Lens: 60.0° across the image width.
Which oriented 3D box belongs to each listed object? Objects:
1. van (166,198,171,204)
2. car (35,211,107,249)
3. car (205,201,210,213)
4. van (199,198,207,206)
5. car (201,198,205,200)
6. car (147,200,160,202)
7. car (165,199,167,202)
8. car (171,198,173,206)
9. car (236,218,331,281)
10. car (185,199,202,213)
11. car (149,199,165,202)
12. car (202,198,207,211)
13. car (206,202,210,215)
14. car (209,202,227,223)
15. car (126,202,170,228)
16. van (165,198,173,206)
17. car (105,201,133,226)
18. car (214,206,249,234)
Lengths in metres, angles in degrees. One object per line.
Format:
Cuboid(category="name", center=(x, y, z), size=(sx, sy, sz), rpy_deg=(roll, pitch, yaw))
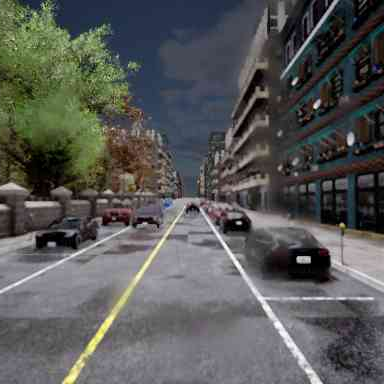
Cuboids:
Cuboid(category="van", center=(-5.669, 2.188, 65.358), size=(1.690, 1.788, 3.998), rpy_deg=(1, -1, 0))
Cuboid(category="car", center=(-5.674, 1.770, 15.648), size=(1.947, 1.339, 4.313), rpy_deg=(1, -1, 0))
Cuboid(category="car", center=(2.711, 2.016, 37.909), size=(1.752, 1.417, 4.829), rpy_deg=(1, -1, 0))
Cuboid(category="van", center=(2.689, 2.402, 81.924), size=(1.690, 1.788, 3.998), rpy_deg=(1, -1, 0))
Cuboid(category="car", center=(2.714, 2.230, 54.477), size=(1.752, 1.417, 4.829), rpy_deg=(1, -1, 0))
Cuboid(category="car", center=(-5.668, 2.105, 43.263), size=(1.887, 1.381, 4.507), rpy_deg=(1, -1, 0))
Cuboid(category="car", center=(-5.667, 2.248, 54.309), size=(1.887, 1.381, 4.507), rpy_deg=(1, -1, 0))
Cuboid(category="car", center=(-5.647, 2.484, 70.878), size=(1.947, 1.339, 4.313), rpy_deg=(1, -1, 0))
Cuboid(category="car", center=(2.704, 1.698, 10.122), size=(1.947, 1.339, 4.313), rpy_deg=(1, -1, 0))
Cuboid(category="car", center=(0.110, 2.124, 46.215), size=(1.812, 1.442, 4.674), rpy_deg=(0, -1, 0))
Cuboid(category="car", center=(-5.663, 1.947, 48.789), size=(2.192, 1.841, 5.009), rpy_deg=(1, -1, 0))
Cuboid(category="car", center=(2.713, 2.000, 43.263), size=(1.967, 1.590, 4.097), rpy_deg=(1, -1, 0))
Cuboid(category="car", center=(2.709, 1.962, 32.214), size=(1.887, 1.381, 4.507), rpy_deg=(1, -1, 0))
Cuboid(category="car", center=(2.710, 1.786, 26.694), size=(1.967, 1.590, 4.097), rpy_deg=(1, -1, 0))
Cuboid(category="car", center=(-2.996, 1.655, 23.791), size=(2.033, 1.411, 5.357), rpy_deg=(0, -1, 0))
Cuboid(category="van", center=(-5.624, 2.403, 81.927), size=(1.690, 1.788, 3.998), rpy_deg=(1, -1, 0))
Cuboid(category="car", center=(-5.667, 1.662, 26.698), size=(2.192, 1.841, 5.009), rpy_deg=(1, -1, 0))
Cuboid(category="car", center=(2.707, 1.840, 21.170), size=(1.947, 1.339, 4.313), rpy_deg=(1, -1, 0))
